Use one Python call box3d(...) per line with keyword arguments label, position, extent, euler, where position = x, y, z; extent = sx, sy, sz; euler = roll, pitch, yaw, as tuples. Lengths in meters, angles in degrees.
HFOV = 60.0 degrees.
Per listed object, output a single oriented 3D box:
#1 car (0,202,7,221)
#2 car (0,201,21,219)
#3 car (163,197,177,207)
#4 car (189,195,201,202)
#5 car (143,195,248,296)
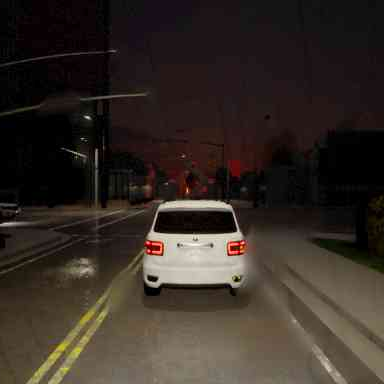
box3d(label="car", position=(-16.215, 1.667, 24.044), extent=(4.181, 1.385, 1.994), euler=(-1, 0, 0))
box3d(label="car", position=(-17.293, 1.339, 27.540), extent=(5.566, 2.045, 2.150), euler=(-1, 0, 0))
box3d(label="car", position=(-3.521, 1.564, 52.941), extent=(1.994, 1.385, 4.181), euler=(0, 0, 0))
box3d(label="car", position=(0.852, 1.465, 78.667), extent=(1.882, 1.535, 5.008), euler=(0, 0, 12))
box3d(label="car", position=(0.081, 1.221, 8.796), extent=(2.150, 2.045, 5.566), euler=(0, 0, 0))
